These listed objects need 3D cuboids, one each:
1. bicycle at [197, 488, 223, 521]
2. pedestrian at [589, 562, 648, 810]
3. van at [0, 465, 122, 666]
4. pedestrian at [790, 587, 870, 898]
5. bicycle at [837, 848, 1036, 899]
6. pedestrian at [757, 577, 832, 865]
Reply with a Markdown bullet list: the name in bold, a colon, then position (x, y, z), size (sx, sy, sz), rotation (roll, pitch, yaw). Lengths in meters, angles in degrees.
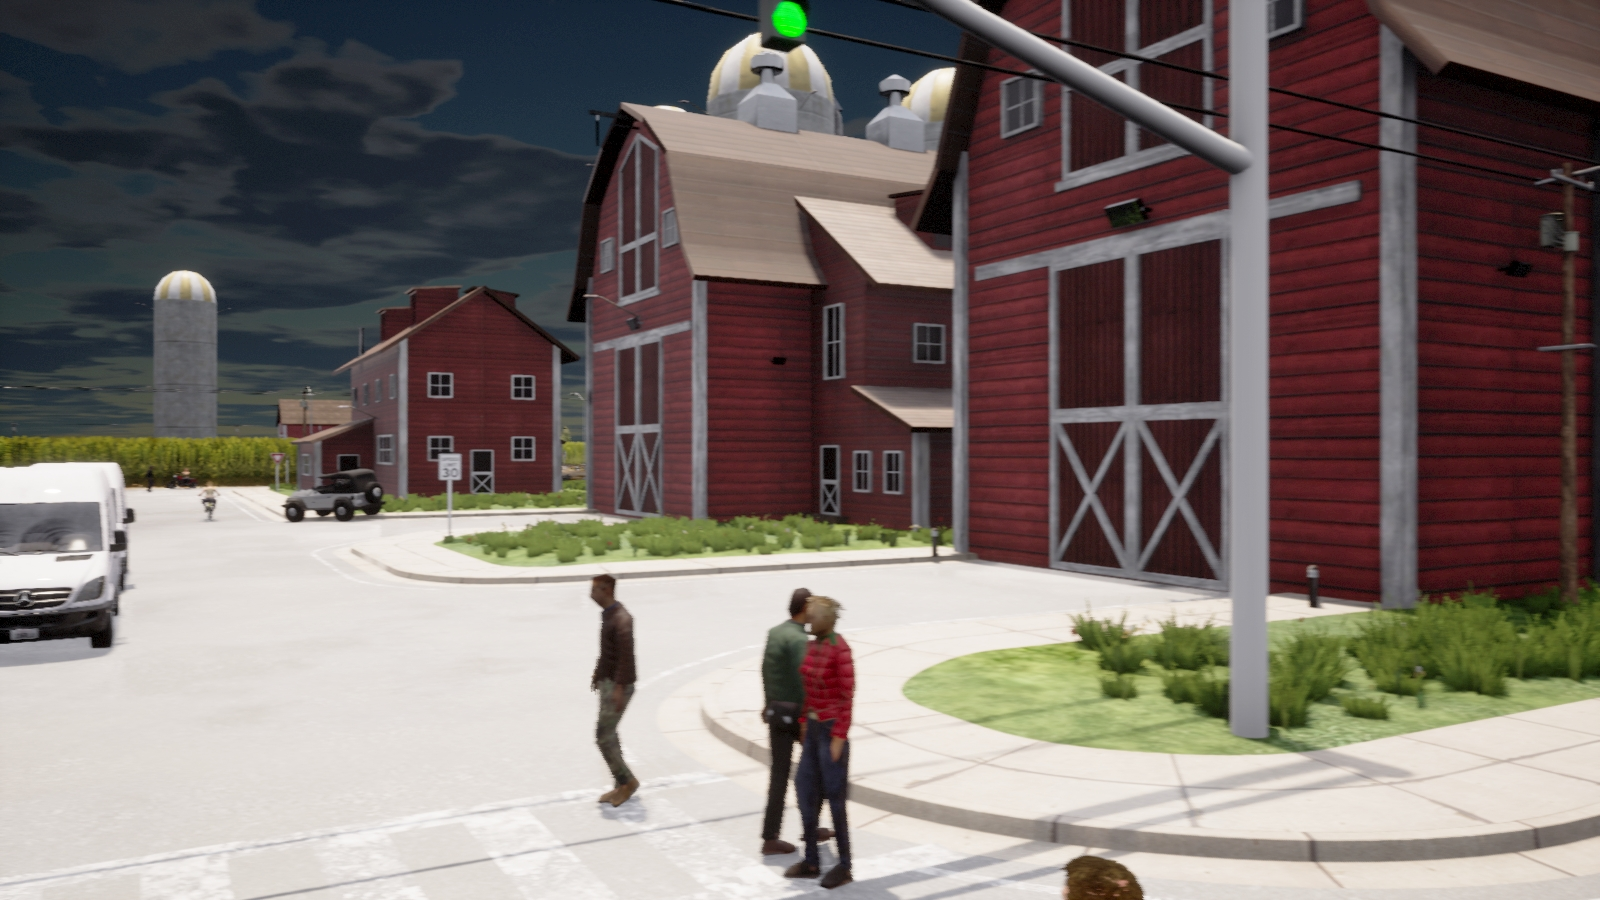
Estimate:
- **bicycle**: position (-24.050, 2.211, 46.557), size (0.859, 1.276, 1.487), rotation (0, 0, -29)
- **pedestrian**: position (-1.435, 1.837, 9.021), size (0.375, 1.860, 0.375), rotation (0, 0, -24)
- **van**: position (-11.650, 1.538, 17.574), size (1.988, 2.561, 5.915), rotation (0, 0, -30)
- **pedestrian**: position (0.189, 1.833, 7.305), size (0.375, 1.860, 0.375), rotation (0, 0, -29)
- **bicycle**: position (0.678, 2.043, 2.909), size (0.373, 1.496, 1.643), rotation (0, 0, -30)
- **pedestrian**: position (-0.040, 1.836, 7.872), size (0.375, 1.860, 0.375), rotation (0, 0, -33)
